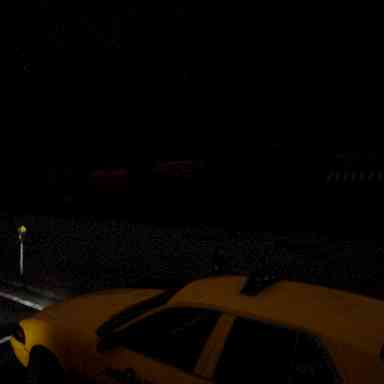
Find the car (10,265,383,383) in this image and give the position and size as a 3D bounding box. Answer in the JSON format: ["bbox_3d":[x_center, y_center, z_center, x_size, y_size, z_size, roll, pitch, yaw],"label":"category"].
[{"bbox_3d":[0.359,1.454,3.027,5.366,1.575,1.801,0,0,35],"label":"car"}]
